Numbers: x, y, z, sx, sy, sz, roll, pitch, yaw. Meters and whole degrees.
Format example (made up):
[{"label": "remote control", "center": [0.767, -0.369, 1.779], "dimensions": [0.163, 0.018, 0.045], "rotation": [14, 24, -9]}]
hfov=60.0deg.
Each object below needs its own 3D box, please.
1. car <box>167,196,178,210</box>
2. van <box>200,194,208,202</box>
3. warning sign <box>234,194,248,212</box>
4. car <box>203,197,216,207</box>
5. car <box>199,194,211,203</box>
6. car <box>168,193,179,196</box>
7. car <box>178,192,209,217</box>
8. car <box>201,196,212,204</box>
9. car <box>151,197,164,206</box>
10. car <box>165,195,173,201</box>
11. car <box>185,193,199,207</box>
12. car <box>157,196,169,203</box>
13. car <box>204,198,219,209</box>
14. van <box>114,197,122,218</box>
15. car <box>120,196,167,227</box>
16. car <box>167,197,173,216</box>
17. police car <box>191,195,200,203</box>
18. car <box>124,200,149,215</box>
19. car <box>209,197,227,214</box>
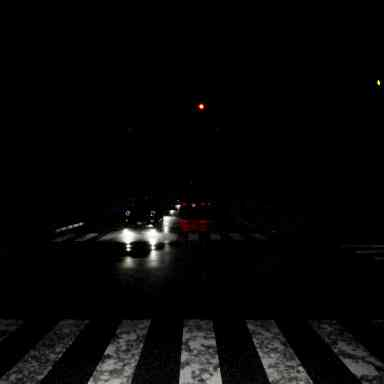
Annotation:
[{"label": "car", "center": [-3.172, 1.562, 43.598], "dimensions": [2.033, 1.411, 5.357], "rotation": [0, 0, 0]}, {"label": "van", "center": [2.634, 1.378, 74.127], "dimensions": [1.690, 1.788, 3.998], "rotation": [0, 0, 0]}, {"label": "warning sign", "center": [5.010, 1.123, 34.068], "dimensions": [1.300, 1.860, 1.060], "rotation": [0, 0, 0]}, {"label": "car", "center": [2.679, 1.546, 52.195], "dimensions": [1.752, 1.417, 4.829], "rotation": [0, 0, 0]}, {"label": "car", "center": [2.645, 1.348, 68.602], "dimensions": [2.192, 1.841, 5.009], "rotation": [0, 0, 0]}, {"label": "car", "center": [-3.106, 1.375, 58.806], "dimensions": [2.097, 1.767, 4.553], "rotation": [0, 0, 0]}, {"label": "car", "center": [0.087, 1.229, 30.988], "dimensions": [2.150, 2.045, 5.566], "rotation": [0, 0, -1]}, {"label": "car", "center": [2.657, 1.573, 63.076], "dimensions": [1.887, 1.381, 4.507], "rotation": [0, 0, 0]}, {"label": "car", "center": [-5.878, 1.606, 57.552], "dimensions": [1.802, 1.307, 4.206], "rotation": [0, 0, 0]}, {"label": "car", "center": [-5.923, 1.571, 85.006], "dimensions": [1.752, 1.417, 4.829], "rotation": [0, 0, 0]}, {"label": "car", "center": [-0.046, 1.246, 54.788], "dimensions": [2.150, 2.045, 5.566], "rotation": [0, 0, 0]}, {"label": "car", "center": [-5.896, 1.583, 68.601], "dimensions": [2.008, 1.369, 4.403], "rotation": [0, 0, 0]}, {"label": "car", "center": [2.691, 1.561, 46.500], "dimensions": [1.887, 1.381, 4.507], "rotation": [0, 0, 0]}, {"label": "van", "center": [-5.833, 1.347, 29.927], "dimensions": [1.690, 1.788, 3.998], "rotation": [0, 0, 0]}, {"label": "car", "center": [-3.204, 1.355, 22.882], "dimensions": [2.097, 1.767, 4.553], "rotation": [0, 0, 2]}, {"label": "car", "center": [-3.158, 1.513, 32.808], "dimensions": [1.837, 1.490, 4.892], "rotation": [0, 0, 0]}, {"label": "police car", "center": [0.767, 1.462, 74.175], "dimensions": [1.930, 1.638, 5.238], "rotation": [0, 0, 0]}, {"label": "car", "center": [-5.842, 1.553, 35.452], "dimensions": [1.887, 1.381, 4.507], "rotation": [0, 0, 0]}, {"label": "car", "center": [2.713, 1.553, 35.449], "dimensions": [1.887, 1.381, 4.507], "rotation": [0, 0, 0]}]
